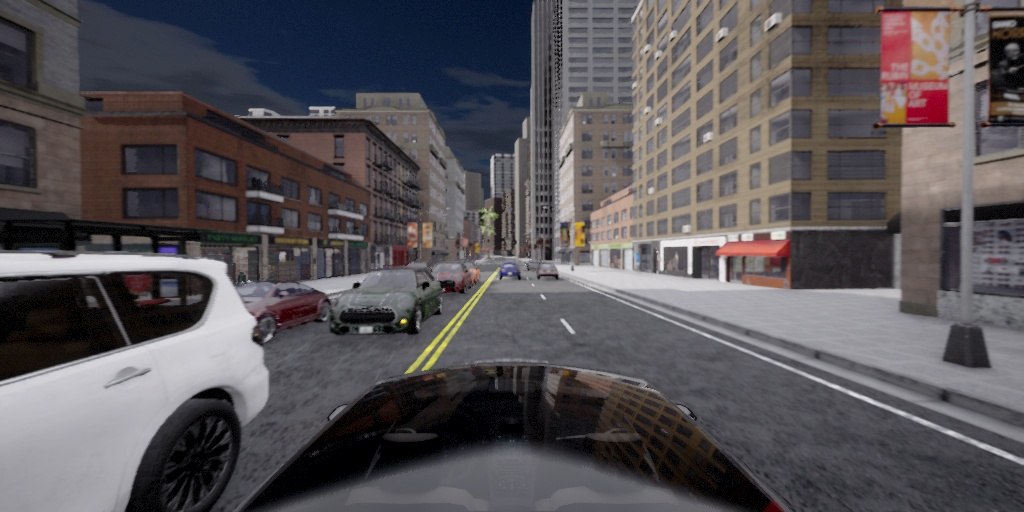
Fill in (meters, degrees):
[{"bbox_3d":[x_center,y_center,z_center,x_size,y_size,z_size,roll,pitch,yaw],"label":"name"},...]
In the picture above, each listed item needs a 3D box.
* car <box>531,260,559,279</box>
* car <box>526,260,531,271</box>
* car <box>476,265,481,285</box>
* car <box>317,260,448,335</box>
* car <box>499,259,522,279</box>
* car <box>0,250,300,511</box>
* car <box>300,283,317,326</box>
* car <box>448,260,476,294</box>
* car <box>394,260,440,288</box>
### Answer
[{"bbox_3d":[3.045,1.285,31.714,2.033,1.411,5.357,0,0,1],"label":"car"},{"bbox_3d":[2.945,1.240,49.408,2.128,1.511,4.902,0,0,0],"label":"car"},{"bbox_3d":[-3.436,1.178,25.763,2.097,1.767,4.553,0,0,0],"label":"car"},{"bbox_3d":[-3.406,1.121,10.566,2.097,1.767,4.553,0,0,0],"label":"car"},{"bbox_3d":[-0.175,1.282,32.017,1.812,1.442,4.674,0,0,0],"label":"car"},{"bbox_3d":[-3.355,0.990,1.154,2.150,2.045,5.566,0,0,-2],"label":"car"},{"bbox_3d":[-6.636,1.352,9.528,1.994,1.385,4.181,0,0,1],"label":"car"},{"bbox_3d":[-3.480,1.123,20.186,2.097,1.767,4.553,0,0,0],"label":"car"},{"bbox_3d":[-6.686,1.197,25.735,2.097,1.767,4.553,0,0,0],"label":"car"}]
